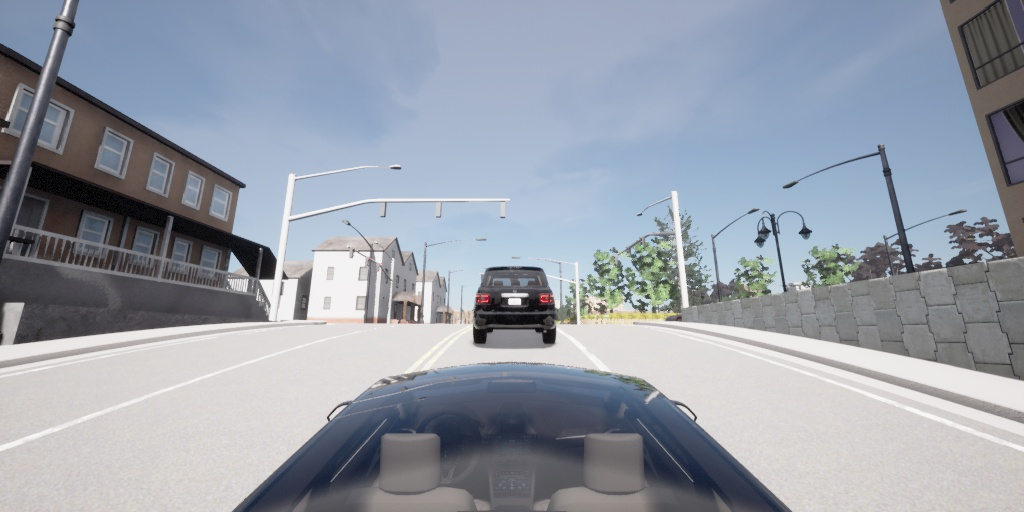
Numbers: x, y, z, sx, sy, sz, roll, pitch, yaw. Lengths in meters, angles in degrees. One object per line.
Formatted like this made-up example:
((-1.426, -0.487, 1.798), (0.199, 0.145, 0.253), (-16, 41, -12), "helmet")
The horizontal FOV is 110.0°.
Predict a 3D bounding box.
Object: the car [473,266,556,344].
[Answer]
((0.072, 1.501, 11.180), (2.150, 2.045, 5.566), (0, -7, 0), "car")

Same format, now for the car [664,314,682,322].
((15.894, 5.452, 31.709), (4.553, 1.767, 2.097), (0, -12, 1), "car")
